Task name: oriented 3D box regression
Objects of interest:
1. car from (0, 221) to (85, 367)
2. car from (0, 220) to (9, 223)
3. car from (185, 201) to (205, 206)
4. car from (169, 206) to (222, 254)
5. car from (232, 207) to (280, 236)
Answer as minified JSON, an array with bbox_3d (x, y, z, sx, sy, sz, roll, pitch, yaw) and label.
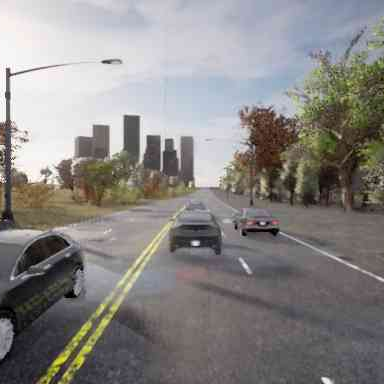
[{"bbox_3d":[-3.356,1.499,5.778,1.837,1.490,4.892,0,0,0],"label":"car"},{"bbox_3d":[-6.597,1.552,10.026,2.033,1.411,5.357,0,0,0],"label":"car"},{"bbox_3d":[0.295,1.516,31.071,1.994,1.385,4.181,0,1,1],"label":"car"},{"bbox_3d":[0.123,1.479,13.265,1.837,1.490,4.892,0,-1,0],"label":"car"},{"bbox_3d":[3.405,1.549,18.459,2.033,1.411,5.357,0,0,0],"label":"car"}]
